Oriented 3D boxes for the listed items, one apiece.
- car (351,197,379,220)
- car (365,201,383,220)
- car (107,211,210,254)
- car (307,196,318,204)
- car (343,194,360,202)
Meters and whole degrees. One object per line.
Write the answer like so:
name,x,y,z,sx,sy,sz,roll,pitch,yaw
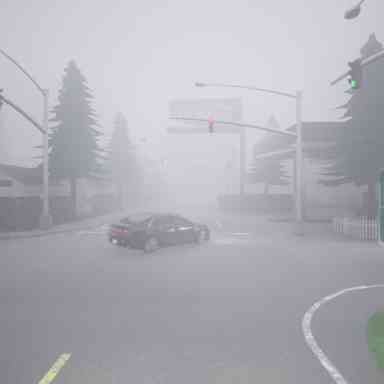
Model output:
car,14.464,1.504,24.884,3.866,1.878,1.905,0,0,0
car,18.813,1.672,30.537,4.611,1.667,2.242,0,0,0
car,-1.225,1.590,14.111,1.837,1.490,4.892,4,3,43
car,22.751,1.552,63.919,1.970,1.475,3.806,0,0,0
car,35.185,1.489,71.662,2.007,1.523,4.514,0,0,0
